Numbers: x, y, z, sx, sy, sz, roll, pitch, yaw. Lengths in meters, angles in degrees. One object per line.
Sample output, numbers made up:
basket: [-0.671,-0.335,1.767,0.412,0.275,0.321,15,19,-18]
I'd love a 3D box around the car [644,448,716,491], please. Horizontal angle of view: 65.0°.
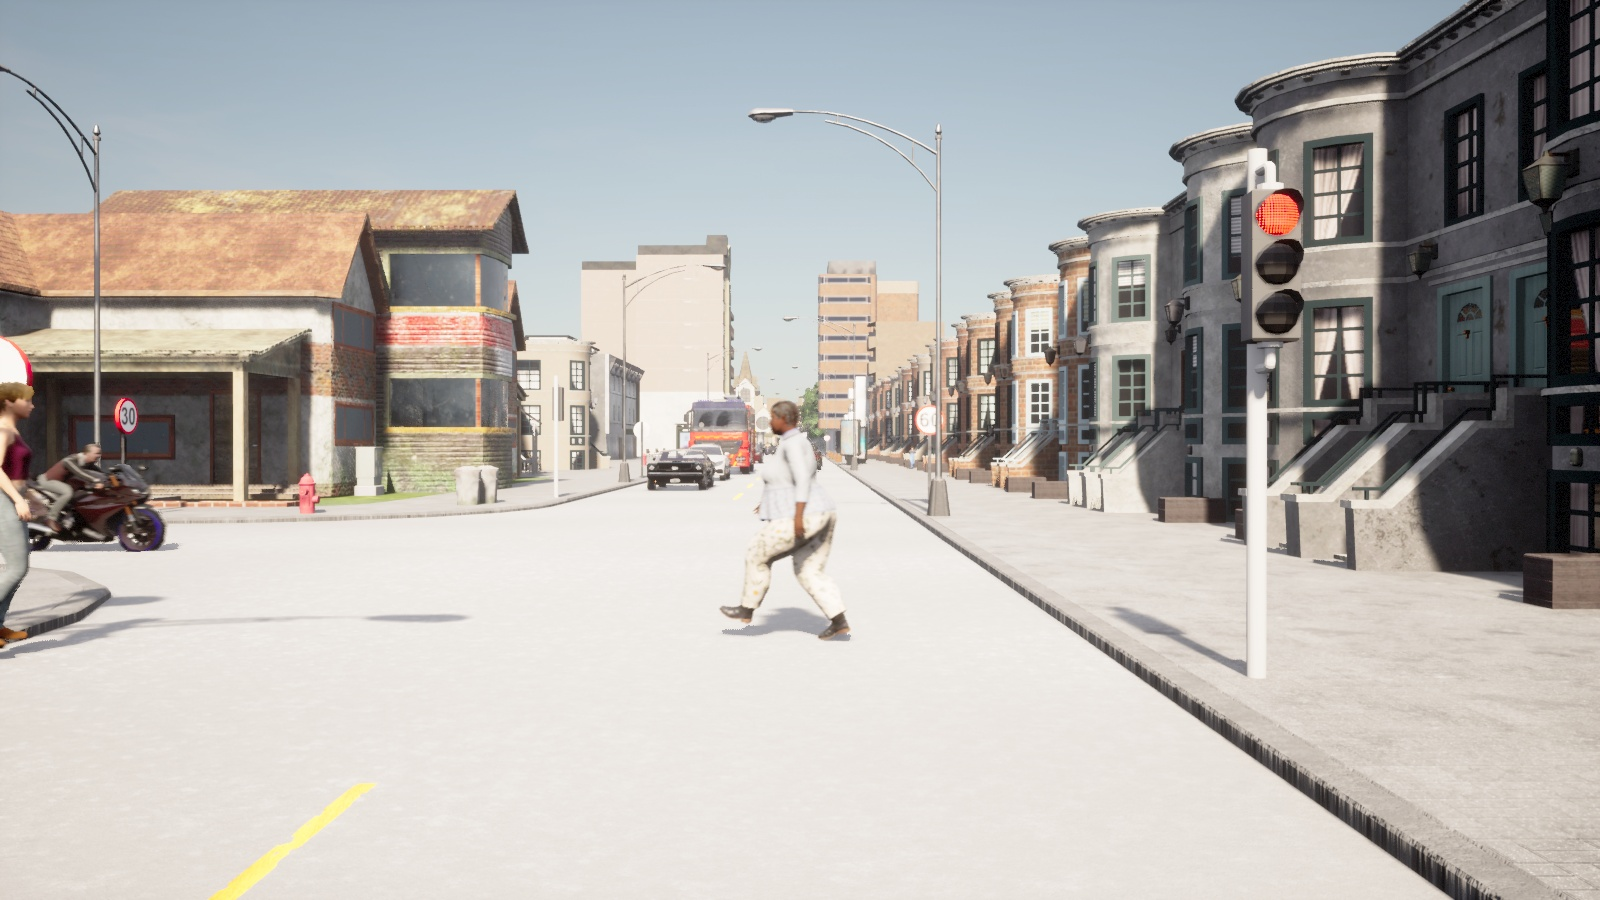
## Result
car: [-3.852,0.612,41.032,1.895,1.301,4.718,0,0,0]

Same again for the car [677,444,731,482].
car: [-3.820,0.482,50.824,1.812,1.442,4.674,0,0,0]

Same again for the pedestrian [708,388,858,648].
pedestrian: [-0.113,0.484,9.531,0.900,1.855,0.874,0,0,18]

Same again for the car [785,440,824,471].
car: [0.249,0.284,69.516,2.033,1.649,4.856,0,0,0]

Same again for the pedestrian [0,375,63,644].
pedestrian: [-5.501,0.406,8.752,0.594,1.836,0.345,0,0,-25]

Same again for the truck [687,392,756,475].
truck: [-3.776,-0.773,62.368,2.891,3.827,8.468,0,0,0]

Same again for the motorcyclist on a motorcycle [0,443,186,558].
motorcyclist on a motorcycle: [-9.757,0.676,17.282,2.191,1.530,0.866,0,0,0]
